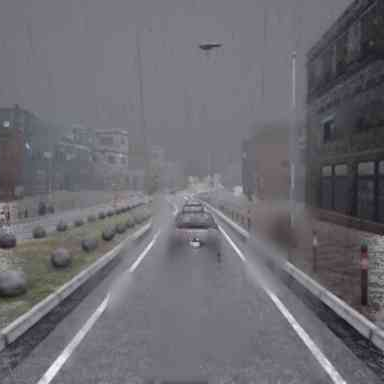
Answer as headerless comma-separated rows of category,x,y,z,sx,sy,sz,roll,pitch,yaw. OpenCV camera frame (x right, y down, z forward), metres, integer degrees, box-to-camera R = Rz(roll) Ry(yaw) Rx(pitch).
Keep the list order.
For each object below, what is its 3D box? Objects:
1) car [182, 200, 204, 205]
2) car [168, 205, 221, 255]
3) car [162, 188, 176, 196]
car,0.093,1.492,29.767,2.128,1.511,4.902,0,0,0
car,0.097,1.491,13.262,2.128,1.511,4.902,0,0,0
car,-4.646,0.008,67.203,2.128,1.511,4.902,1,2,14
